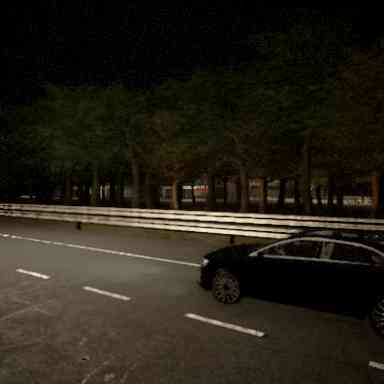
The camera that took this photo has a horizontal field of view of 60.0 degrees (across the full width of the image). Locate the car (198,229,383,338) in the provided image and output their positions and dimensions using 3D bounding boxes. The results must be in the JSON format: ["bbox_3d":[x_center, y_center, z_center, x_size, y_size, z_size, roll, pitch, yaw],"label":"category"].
[{"bbox_3d":[2.387,1.492,6.466,4.902,1.511,2.128,0,0,36],"label":"car"}]
